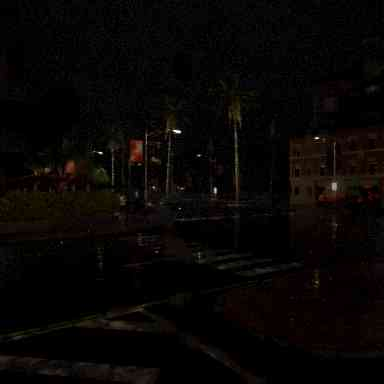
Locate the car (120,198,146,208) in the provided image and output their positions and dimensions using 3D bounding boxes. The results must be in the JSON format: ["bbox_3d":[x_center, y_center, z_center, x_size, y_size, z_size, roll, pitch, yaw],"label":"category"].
[{"bbox_3d":[-8.853,1.601,49.454,1.895,1.301,4.718,0,0,-35],"label":"car"}]

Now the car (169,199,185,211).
[{"bbox_3d":[-2.968,1.547,41.102,2.033,1.411,5.357,0,0,-35],"label":"car"}]

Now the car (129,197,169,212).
[{"bbox_3d":[-5.005,1.352,37.913,2.097,1.767,4.553,0,0,-35],"label":"car"}]

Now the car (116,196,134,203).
[{"bbox_3d":[-13.895,1.522,68.658,1.812,1.442,4.674,0,0,-39],"label":"car"}]
